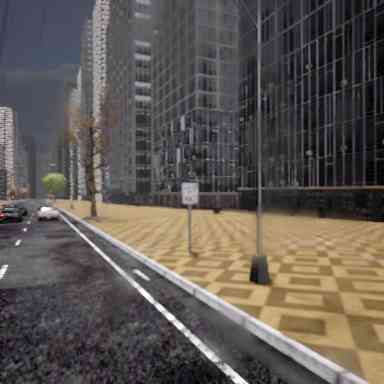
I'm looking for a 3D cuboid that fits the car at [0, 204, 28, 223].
[{"bbox_3d":[-17.243,2.116,31.920,2.033,1.411,5.357,0,-1,-24],"label":"car"}]

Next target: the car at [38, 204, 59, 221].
[{"bbox_3d":[-14.597,2.164,33.828,1.895,1.301,4.718,0,-1,-24],"label":"car"}]
